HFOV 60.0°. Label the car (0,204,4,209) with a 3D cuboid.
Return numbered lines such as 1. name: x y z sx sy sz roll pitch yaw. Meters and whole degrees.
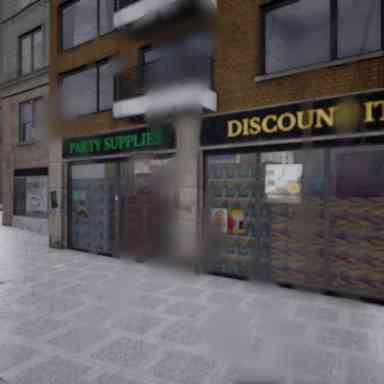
1. car: -15.986 1.080 32.416 1.752 1.417 4.829 1 1 36
